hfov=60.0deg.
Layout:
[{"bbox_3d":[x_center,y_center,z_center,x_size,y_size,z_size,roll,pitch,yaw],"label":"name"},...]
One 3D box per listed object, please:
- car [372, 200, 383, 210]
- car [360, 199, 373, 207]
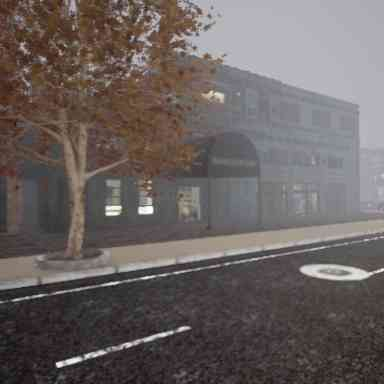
[{"bbox_3d":[26.917,1.826,44.028,1.947,1.339,4.313,-2,0,-36],"label":"car"},{"bbox_3d":[28.846,1.827,55.782,2.008,1.369,4.403,-2,0,-36],"label":"car"}]
